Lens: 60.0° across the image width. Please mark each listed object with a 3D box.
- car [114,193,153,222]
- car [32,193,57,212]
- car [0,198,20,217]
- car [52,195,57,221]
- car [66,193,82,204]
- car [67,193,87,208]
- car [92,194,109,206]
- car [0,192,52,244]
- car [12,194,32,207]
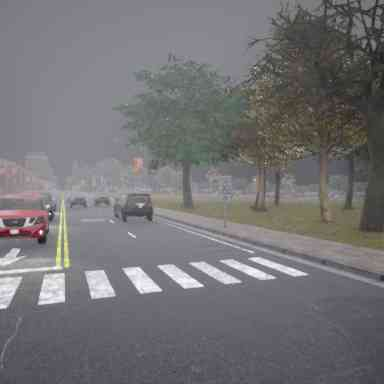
[{"bbox_3d":[-4.523,1.067,25.372,2.150,2.045,5.566,0,1,-21],"label":"car"},{"bbox_3d":[-15.204,1.048,34.541,2.097,1.767,4.553,0,1,-21],"label":"car"},{"bbox_3d":[-16.814,1.290,29.657,2.033,1.411,5.357,0,1,-20],"label":"car"},{"bbox_3d":[-11.528,1.041,24.957,2.150,2.045,5.566,0,1,-21],"label":"car"},{"bbox_3d":[-18.953,0.968,53.294,2.128,1.511,4.902,0,1,-21],"label":"car"},{"bbox_3d":[-14.117,1.133,41.110,1.837,1.490,4.892,0,1,-21],"label":"car"},{"bbox_3d":[-12.665,1.082,46.352,1.837,1.490,4.892,0,1,-21],"label":"car"},{"bbox_3d":[-7.802,1.147,15.287,2.150,2.045,5.566,0,0,-22],"label":"car"},{"bbox_3d":[-22.089,1.076,43.354,1.837,1.490,4.892,0,0,-21],"label":"car"}]
